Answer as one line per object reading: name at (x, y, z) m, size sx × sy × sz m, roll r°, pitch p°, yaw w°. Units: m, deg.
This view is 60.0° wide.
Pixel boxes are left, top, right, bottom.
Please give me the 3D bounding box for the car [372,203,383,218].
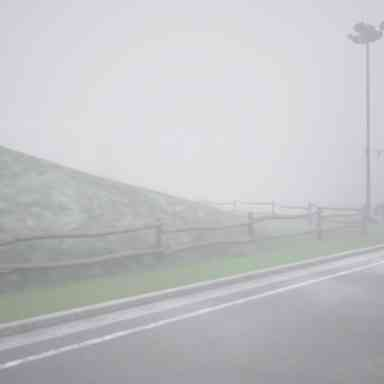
car at (15.799, 1.096, 24.505) m, size 2.097 × 1.767 × 4.553 m, roll -1°, pitch 1°, yaw -30°
